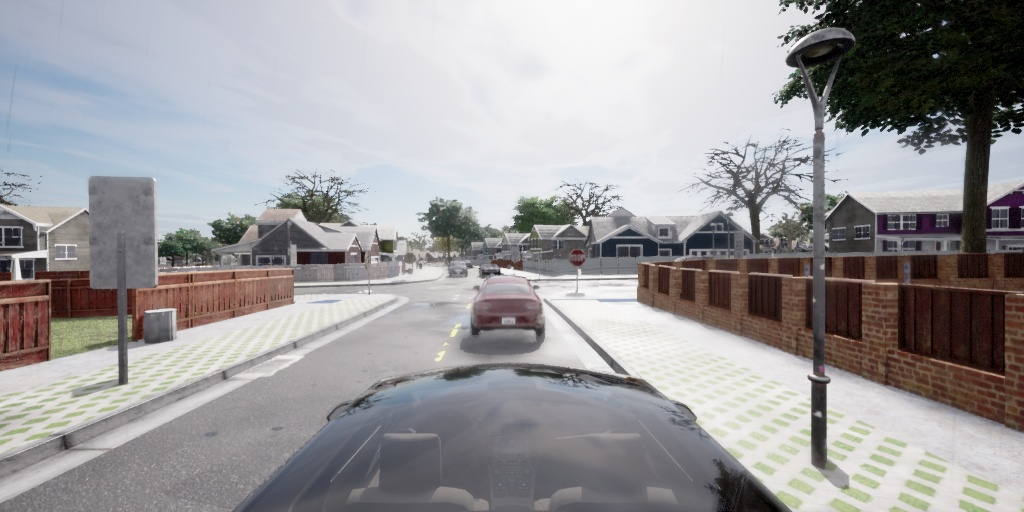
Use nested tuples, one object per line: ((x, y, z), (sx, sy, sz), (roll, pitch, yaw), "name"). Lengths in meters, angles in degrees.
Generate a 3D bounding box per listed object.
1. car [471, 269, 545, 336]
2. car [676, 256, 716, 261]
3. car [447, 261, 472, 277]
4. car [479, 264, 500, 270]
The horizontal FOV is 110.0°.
((-0.145, 1.280, 10.305), (1.812, 1.442, 4.674), (0, 0, -2), "car")
((11.902, 0.814, 24.527), (4.553, 1.767, 2.097), (-1, 1, 4), "car")
((-5.532, 1.351, 37.066), (2.128, 1.511, 4.902), (0, 0, -8), "car")
((-2.385, 1.455, 37.204), (1.895, 1.301, 4.718), (0, 0, -10), "car")
